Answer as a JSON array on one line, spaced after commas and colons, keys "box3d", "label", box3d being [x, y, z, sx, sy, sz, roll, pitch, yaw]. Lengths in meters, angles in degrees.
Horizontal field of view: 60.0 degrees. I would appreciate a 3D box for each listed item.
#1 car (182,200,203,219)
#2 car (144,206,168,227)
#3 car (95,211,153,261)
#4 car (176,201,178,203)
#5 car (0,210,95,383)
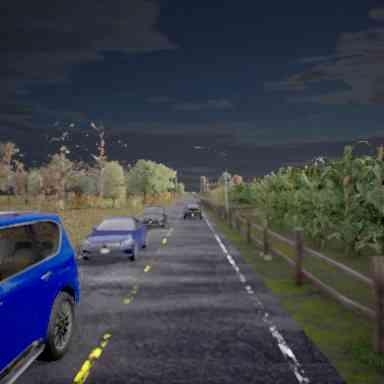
[{"box3d": [0.084, 1.922, 33.801, 1.837, 1.490, 4.892, 0, 0, 0], "label": "car"}, {"box3d": [-2.846, 1.820, 25.232, 1.837, 1.490, 4.892, 0, 0, 0], "label": "car"}, {"box3d": [-2.851, 1.697, 13.207, 1.812, 1.442, 4.674, 0, -1, 0], "label": "car"}, {"box3d": [-2.787, 2.431, 78.069, 1.994, 1.385, 4.181, 0, -1, 0], "label": "car"}, {"box3d": [-2.853, 1.265, 3.148, 2.150, 2.045, 5.566, 0, -1, 0], "label": "car"}]
